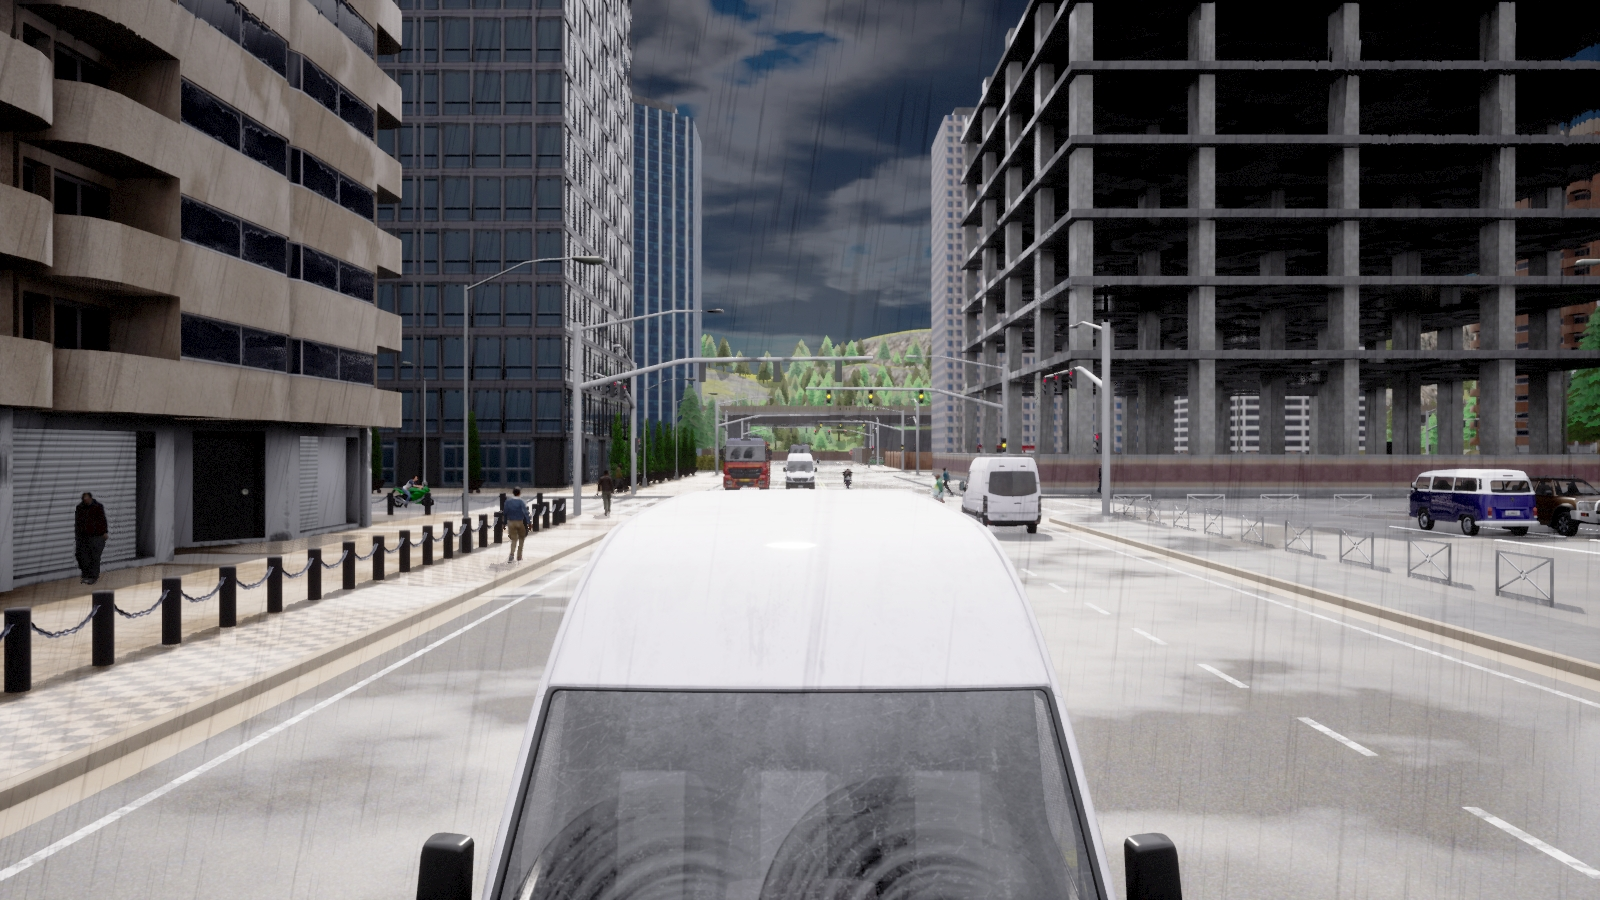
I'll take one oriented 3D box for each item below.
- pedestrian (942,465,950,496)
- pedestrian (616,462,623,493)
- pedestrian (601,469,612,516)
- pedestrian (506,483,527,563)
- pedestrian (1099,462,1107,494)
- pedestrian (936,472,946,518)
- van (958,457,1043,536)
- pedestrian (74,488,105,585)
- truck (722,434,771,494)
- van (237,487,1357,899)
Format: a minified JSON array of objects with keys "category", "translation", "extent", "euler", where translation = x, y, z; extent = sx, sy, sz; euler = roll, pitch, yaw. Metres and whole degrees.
[{"category":"pedestrian","translation":[8.815,1.849,68.872],"extent":[0.375,1.860,0.375],"euler":[0,0,-8]},{"category":"pedestrian","translation":[-10.689,1.641,67.804],"extent":[0.375,1.860,0.375],"euler":[0,0,-4]},{"category":"pedestrian","translation":[-7.730,1.691,45.694],"extent":[0.375,1.860,0.375],"euler":[0,0,-3]},{"category":"pedestrian","translation":[-6.632,1.697,26.725],"extent":[0.375,1.860,0.375],"euler":[0,0,5]},{"category":"pedestrian","translation":[17.631,1.641,66.471],"extent":[0.375,1.860,0.375],"euler":[0,0,2]},{"category":"pedestrian","translation":[5.758,1.835,46.691],"extent":[0.375,1.860,0.375],"euler":[0,0,0]},{"category":"van","translation":[6.980,1.534,40.317],"extent":[1.988,2.561,5.915],"euler":[0,0,0]},{"category":"pedestrian","translation":[-13.714,1.661,22.060],"extent":[0.375,1.860,0.375],"euler":[0,0,-1]},{"category":"truck","translation":[-3.496,0.891,77.013],"extent":[2.891,3.827,8.468],"euler":[0,0,0]},{"category":"van","translation":[-0.002,1.534,4.985],"extent":[1.988,2.561,5.915],"euler":[0,0,0]}]
